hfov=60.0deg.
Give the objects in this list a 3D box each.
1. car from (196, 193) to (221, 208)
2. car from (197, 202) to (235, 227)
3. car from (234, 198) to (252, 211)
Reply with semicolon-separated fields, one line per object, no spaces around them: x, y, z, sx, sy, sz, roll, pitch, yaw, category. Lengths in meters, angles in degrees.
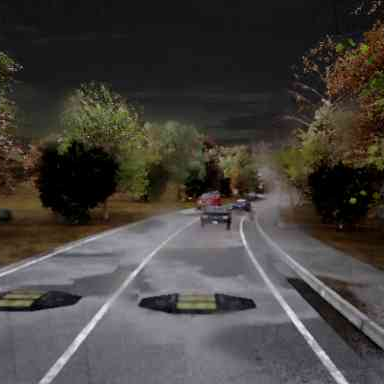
2.159;1.150;41.082;2.150;2.045;5.566;1;0;17;car
1.767;1.590;22.672;1.895;1.301;4.718;1;0;9;car
6.426;1.551;42.402;1.812;1.442;4.674;2;0;17;car
